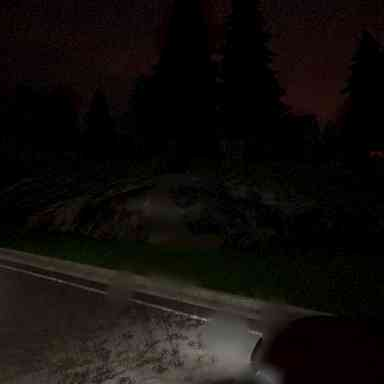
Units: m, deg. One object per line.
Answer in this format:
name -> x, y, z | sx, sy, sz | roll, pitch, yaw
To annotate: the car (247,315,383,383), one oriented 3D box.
car -> 2.629, 1.526, 2.117 | 4.674, 1.442, 1.812 | 0, 0, 36
